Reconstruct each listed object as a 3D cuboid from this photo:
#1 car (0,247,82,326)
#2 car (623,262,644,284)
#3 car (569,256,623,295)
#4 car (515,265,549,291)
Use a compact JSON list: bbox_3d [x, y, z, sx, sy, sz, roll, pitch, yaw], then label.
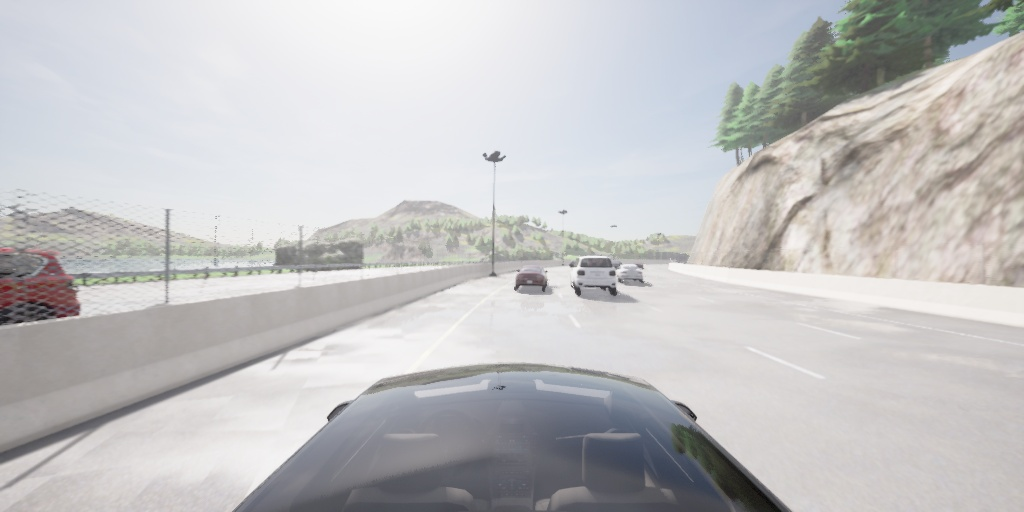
[{"bbox_3d":[-10.504,0.823,5.439,2.150,2.045,5.566,1,0,1],"label":"car"},{"bbox_3d":[9.313,1.390,28.800,1.812,1.442,4.674,0,0,10],"label":"car"},{"bbox_3d":[4.522,1.026,20.395,2.150,2.045,5.566,0,0,6],"label":"car"},{"bbox_3d":[1.246,1.289,22.212,1.812,1.442,4.674,1,0,7],"label":"car"}]
